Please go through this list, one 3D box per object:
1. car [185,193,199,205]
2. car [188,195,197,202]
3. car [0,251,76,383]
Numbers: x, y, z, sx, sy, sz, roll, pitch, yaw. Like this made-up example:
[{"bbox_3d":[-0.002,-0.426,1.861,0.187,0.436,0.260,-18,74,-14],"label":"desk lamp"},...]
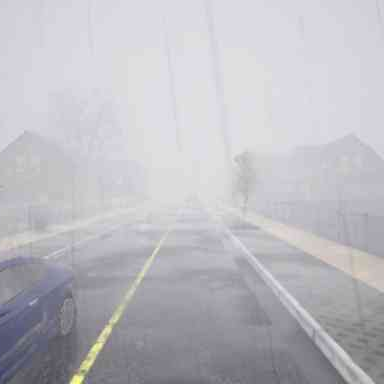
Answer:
[{"bbox_3d":[0.009,1.230,58.682,2.150,2.045,5.566,0,0,0],"label":"car"},{"bbox_3d":[0.011,1.375,69.072,1.812,1.442,4.674,0,0,0],"label":"car"},{"bbox_3d":[-2.823,1.528,3.831,1.812,1.442,4.674,0,0,0],"label":"car"}]
